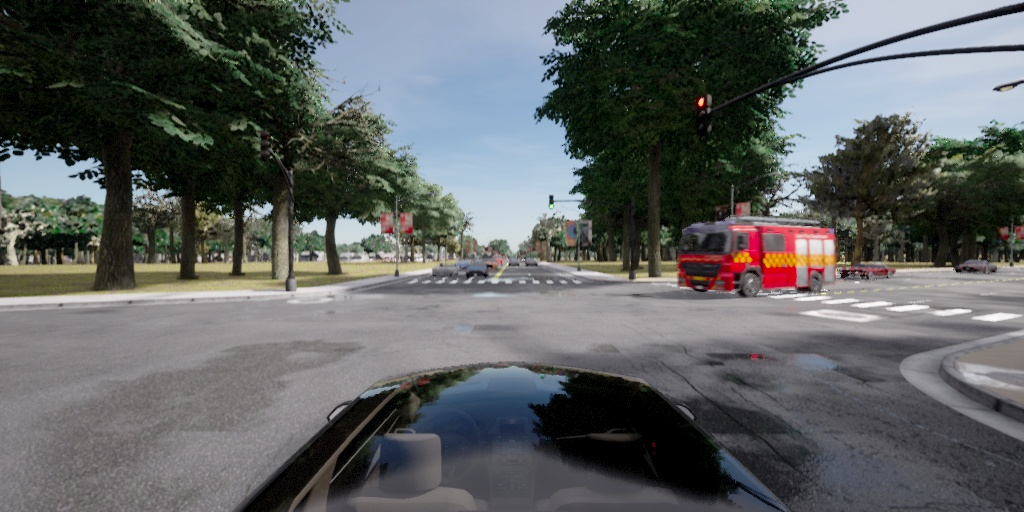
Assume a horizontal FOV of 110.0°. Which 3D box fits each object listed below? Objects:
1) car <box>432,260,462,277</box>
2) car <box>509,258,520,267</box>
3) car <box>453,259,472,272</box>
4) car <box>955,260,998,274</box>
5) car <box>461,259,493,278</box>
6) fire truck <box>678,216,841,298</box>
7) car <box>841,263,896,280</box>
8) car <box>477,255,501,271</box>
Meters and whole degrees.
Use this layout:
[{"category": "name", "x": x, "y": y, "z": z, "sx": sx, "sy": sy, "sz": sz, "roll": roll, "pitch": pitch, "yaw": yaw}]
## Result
[{"category": "car", "x": -6.391, "y": 1.300, "z": 34.711, "sx": 1.895, "sy": 1.301, "sz": 4.718, "roll": 0, "pitch": 0, "yaw": 1}, {"category": "car", "x": 0.368, "y": 1.238, "z": 65.390, "sx": 1.994, "sy": 1.385, "sz": 4.181, "roll": 0, "pitch": 0, "yaw": 0}, {"category": "car", "x": -6.315, "y": 1.211, "z": 46.157, "sx": 1.812, "sy": 1.442, "sz": 4.674, "roll": 0, "pitch": 1, "yaw": 0}, {"category": "car", "x": 48.082, "y": 1.109, "z": 37.127, "sx": 4.181, "sy": 1.385, "sz": 1.994, "roll": 0, "pitch": 0, "yaw": -22}, {"category": "car", "x": -3.138, "y": 1.249, "z": 33.406, "sx": 2.033, "sy": 1.411, "sz": 5.357, "roll": 0, "pitch": 0, "yaw": 0}, {"category": "fire truck", "x": 12.744, "y": 0.017, "z": 18.592, "sx": 8.468, "sy": 3.827, "sz": 2.891, "roll": 0, "pitch": 0, "yaw": -23}, {"category": "car", "x": 28.619, "y": 1.199, "z": 28.951, "sx": 4.718, "sy": 1.301, "sz": 1.895, "roll": 0, "pitch": 0, "yaw": -24}, {"category": "car", "x": -3.049, "y": 1.034, "z": 48.261, "sx": 2.097, "sy": 1.767, "sz": 4.553, "roll": 0, "pitch": 0, "yaw": 1}]
